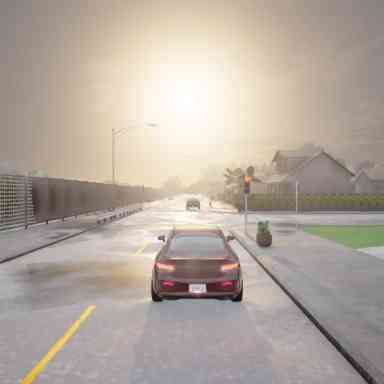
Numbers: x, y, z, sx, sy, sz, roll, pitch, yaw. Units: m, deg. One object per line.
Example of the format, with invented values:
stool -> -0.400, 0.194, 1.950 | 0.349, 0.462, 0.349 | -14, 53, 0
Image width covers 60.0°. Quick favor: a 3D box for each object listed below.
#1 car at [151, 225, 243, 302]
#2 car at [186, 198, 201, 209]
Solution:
car -> 0.104, 1.526, 8.132 | 1.812, 1.442, 4.674 | 0, 0, 0
car -> 0.163, 1.505, 44.136 | 1.837, 1.490, 4.892 | 0, 0, 0
